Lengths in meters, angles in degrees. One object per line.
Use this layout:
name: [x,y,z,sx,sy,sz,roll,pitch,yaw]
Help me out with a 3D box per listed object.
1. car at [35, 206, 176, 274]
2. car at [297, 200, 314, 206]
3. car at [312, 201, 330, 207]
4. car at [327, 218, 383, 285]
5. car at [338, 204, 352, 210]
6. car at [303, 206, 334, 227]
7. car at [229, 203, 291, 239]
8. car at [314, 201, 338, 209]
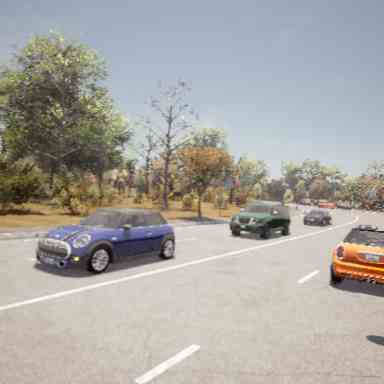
car: [-2.493,1.316,10.624,2.097,1.767,4.553,3,-1,33]
car: [30.101,2.967,89.142,1.812,1.442,4.674,4,1,-18]
car: [34.018,3.157,87.870,1.812,1.442,4.674,4,1,-13]
car: [5.854,1.823,10.361,2.097,1.767,4.553,3,-1,34]
car: [35.365,3.483,77.724,1.895,1.301,4.718,4,1,-3]
car: [12.384,2.491,32.699,1.837,1.490,4.892,3,0,34]
car: [4.466,1.713,20.962,2.150,2.045,5.566,3,-1,35]
car: [31.782,3.009,79.079,2.097,1.767,4.553,4,1,-8]
